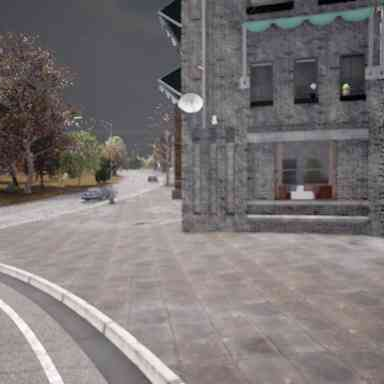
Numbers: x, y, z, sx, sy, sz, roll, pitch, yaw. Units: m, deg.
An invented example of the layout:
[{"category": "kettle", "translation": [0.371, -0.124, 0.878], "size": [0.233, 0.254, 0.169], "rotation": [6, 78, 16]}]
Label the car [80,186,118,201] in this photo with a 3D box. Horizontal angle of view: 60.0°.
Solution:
[{"category": "car", "translation": [-9.598, 0.095, 34.732], "size": [2.033, 1.411, 5.357], "rotation": [0, 5, 11]}]

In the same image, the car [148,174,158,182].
[{"category": "car", "translation": [-7.829, -2.802, 66.528], "size": [2.128, 1.511, 4.902], "rotation": [0, 5, -5]}]
